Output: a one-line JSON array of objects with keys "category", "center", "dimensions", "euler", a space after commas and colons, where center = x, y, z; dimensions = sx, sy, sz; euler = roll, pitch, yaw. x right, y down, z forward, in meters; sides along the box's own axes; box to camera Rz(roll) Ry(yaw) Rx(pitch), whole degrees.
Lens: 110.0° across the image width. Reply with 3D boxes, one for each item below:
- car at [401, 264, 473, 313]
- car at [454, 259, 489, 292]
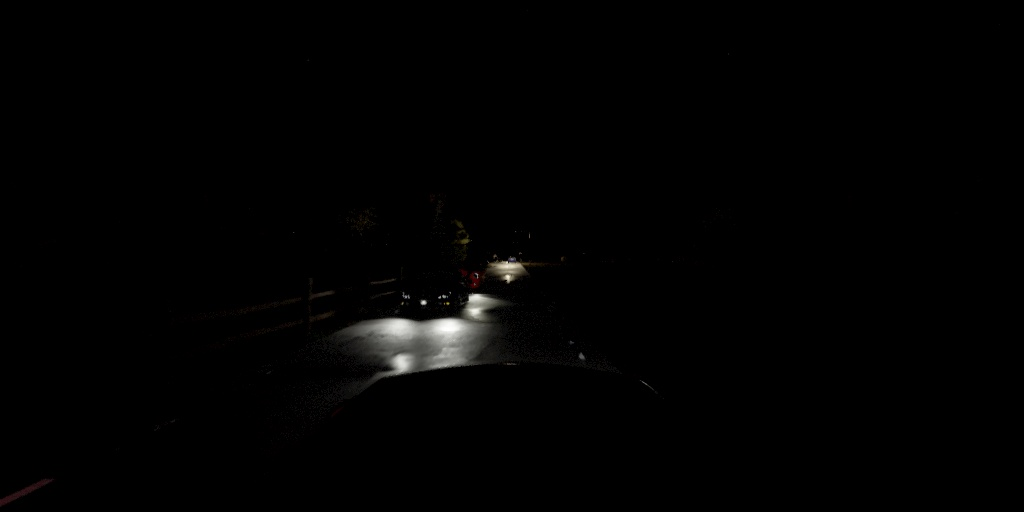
[{"category": "car", "center": [-2.831, 1.241, 13.953], "dimensions": [1.837, 1.490, 4.892], "euler": [0, 0, 0]}, {"category": "car", "center": [-2.750, 1.081, 21.405], "dimensions": [2.097, 1.767, 4.553], "euler": [0, 0, 0]}]
